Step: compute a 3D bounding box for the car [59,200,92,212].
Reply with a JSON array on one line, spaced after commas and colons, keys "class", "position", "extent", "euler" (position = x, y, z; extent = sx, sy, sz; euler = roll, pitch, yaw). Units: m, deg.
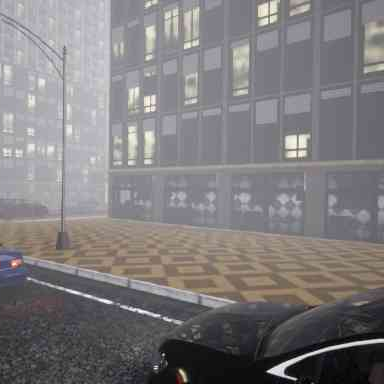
[{"class": "car", "position": [-14.317, 1.752, 43.007], "extent": [2.033, 1.411, 5.357], "euler": [1, 0, 37]}]

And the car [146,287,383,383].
[{"class": "car", "position": [1.825, 1.505, 2.381], "extent": [4.892, 1.490, 1.837], "euler": [0, 0, 35]}]

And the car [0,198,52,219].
[{"class": "car", "position": [-16.049, 1.519, 30.957], "extent": [2.192, 1.841, 5.009], "euler": [1, 0, 37]}]

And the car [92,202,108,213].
[{"class": "car", "position": [-9.234, 1.829, 40.156], "extent": [1.752, 1.417, 4.829], "euler": [1, 0, 37]}]

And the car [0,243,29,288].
[{"class": "car", "position": [-6.096, 1.543, 8.051], "extent": [5.357, 1.411, 2.033], "euler": [0, 0, 36]}]

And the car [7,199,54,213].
[{"class": "car", "position": [-19.529, 1.642, 40.339], "extent": [1.752, 1.417, 4.829], "euler": [1, 0, 37]}]
